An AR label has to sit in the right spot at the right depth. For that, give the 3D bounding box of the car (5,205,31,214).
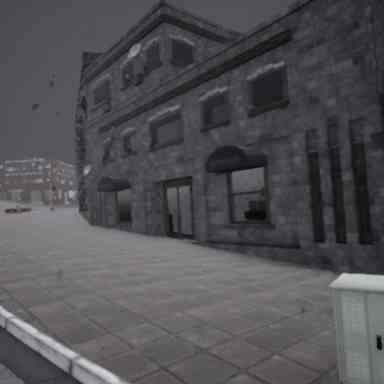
[{"bbox_3d":[-27.287,2.742,52.284,1.895,1.301,4.718,-3,-1,1],"label":"car"}]
